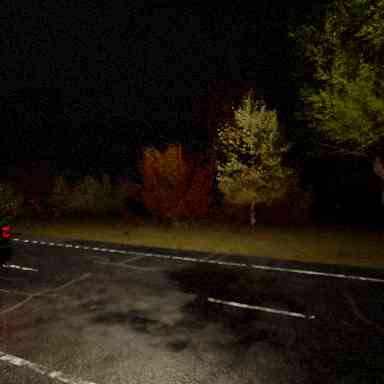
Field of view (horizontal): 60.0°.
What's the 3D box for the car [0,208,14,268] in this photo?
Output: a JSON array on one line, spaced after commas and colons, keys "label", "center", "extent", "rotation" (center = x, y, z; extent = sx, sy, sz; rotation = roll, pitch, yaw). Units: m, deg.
[{"label": "car", "center": [-7.200, 1.134, 8.704], "extent": [5.566, 2.045, 2.150], "rotation": [1, 0, 26]}]
